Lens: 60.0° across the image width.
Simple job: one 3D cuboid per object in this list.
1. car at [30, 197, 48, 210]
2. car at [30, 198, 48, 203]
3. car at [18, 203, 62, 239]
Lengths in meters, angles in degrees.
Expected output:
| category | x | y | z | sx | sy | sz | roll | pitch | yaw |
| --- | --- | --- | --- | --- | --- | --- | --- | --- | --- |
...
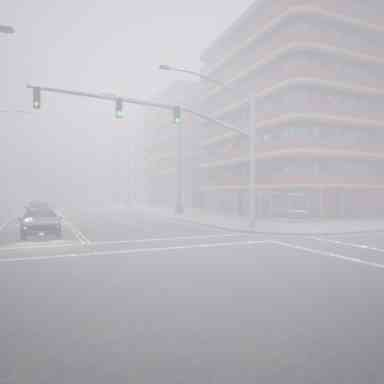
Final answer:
| category | x | y | z | sx | sy | sz | roll | pitch | yaw |
| --- | --- | --- | --- | --- | --- | --- | --- | --- | --- |
| car | -20.819 | 1.491 | 45.251 | 2.128 | 1.511 | 4.902 | 0 | 0 | -24 |
| car | -12.278 | 1.505 | 26.714 | 1.837 | 1.490 | 4.892 | 0 | 0 | -25 |
| car | -8.093 | 1.547 | 17.769 | 2.033 | 1.411 | 5.357 | 0 | 0 | -25 |
